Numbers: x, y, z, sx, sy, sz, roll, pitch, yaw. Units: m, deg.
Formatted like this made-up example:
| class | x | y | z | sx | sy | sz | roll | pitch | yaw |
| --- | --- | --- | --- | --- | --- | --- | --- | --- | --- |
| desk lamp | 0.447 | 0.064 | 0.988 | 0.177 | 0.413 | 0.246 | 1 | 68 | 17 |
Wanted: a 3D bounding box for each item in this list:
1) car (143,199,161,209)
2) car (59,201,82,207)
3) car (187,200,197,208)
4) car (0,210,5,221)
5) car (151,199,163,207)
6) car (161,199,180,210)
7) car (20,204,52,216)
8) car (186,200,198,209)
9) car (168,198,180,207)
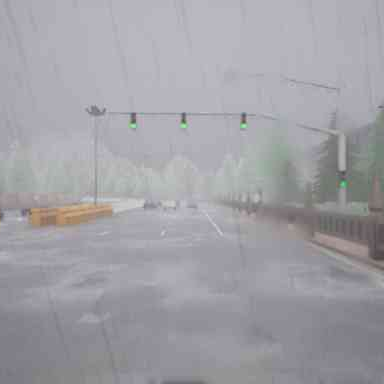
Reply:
| class | x | y | z | sx | sy | sz | roll | pitch | yaw |
| --- | --- | --- | --- | --- | --- | --- | --- | --- | --- |
| car | -6.991 | 1.971 | 56.014 | 2.097 | 1.767 | 4.553 | 0 | -1 | 0 |
| car | -17.529 | 2.082 | 48.321 | 2.033 | 1.411 | 5.357 | 0 | -1 | 1 |
| car | 0.010 | 2.288 | 66.044 | 2.033 | 1.411 | 5.357 | 0 | -1 | 0 |
| car | -17.577 | 1.872 | 27.817 | 1.994 | 1.385 | 4.181 | 0 | -1 | 0 |
| car | -6.990 | 2.240 | 66.045 | 1.837 | 1.490 | 4.892 | 0 | -1 | 0 |
| car | -3.409 | 2.111 | 52.941 | 1.812 | 1.442 | 4.674 | 0 | -1 | 1 |
| car | -17.568 | 2.020 | 37.920 | 1.895 | 1.301 | 4.718 | 0 | -1 | 0 |
| car | 0.009 | 2.162 | 55.625 | 2.033 | 1.411 | 5.357 | 0 | -1 | 0 |
| car | -3.490 | 2.084 | 66.259 | 2.097 | 1.767 | 4.553 | 0 | -1 | 0 |
